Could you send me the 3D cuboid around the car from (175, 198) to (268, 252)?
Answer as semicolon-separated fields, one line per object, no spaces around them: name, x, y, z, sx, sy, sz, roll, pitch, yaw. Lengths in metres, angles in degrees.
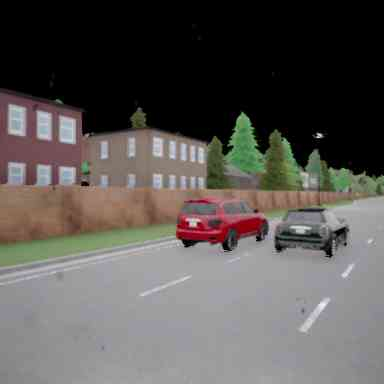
car;1.502;1.294;14.654;2.150;2.045;5.566;0;0;33

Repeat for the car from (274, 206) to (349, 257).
car;5.018;1.422;13.630;2.097;1.767;4.553;0;0;33
